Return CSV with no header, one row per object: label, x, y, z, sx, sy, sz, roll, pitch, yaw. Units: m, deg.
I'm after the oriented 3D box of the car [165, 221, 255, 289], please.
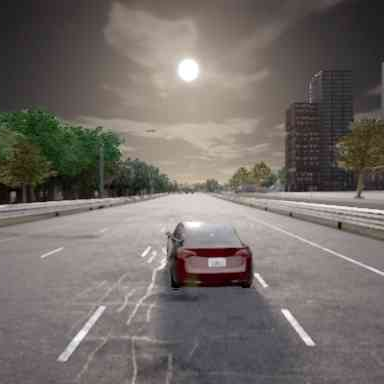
car,0.321,1.512,9.269,2.163,1.488,4.792,0,0,-5
